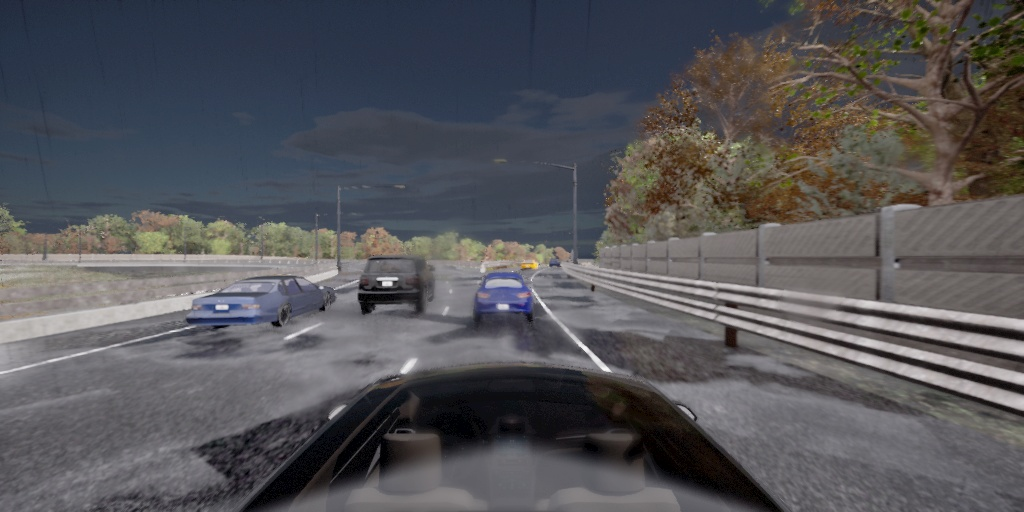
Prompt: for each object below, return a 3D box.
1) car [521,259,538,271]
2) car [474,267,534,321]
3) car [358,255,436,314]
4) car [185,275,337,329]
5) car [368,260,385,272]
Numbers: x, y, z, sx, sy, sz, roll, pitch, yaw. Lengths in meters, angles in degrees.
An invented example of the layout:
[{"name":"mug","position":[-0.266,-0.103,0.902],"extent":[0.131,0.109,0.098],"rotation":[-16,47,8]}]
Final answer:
[{"name":"car","position":[2.509,1.215,49.586],"extent":[1.882,1.535,5.008],"rotation":[0,0,10]},{"name":"car","position":[-0.276,1.276,12.410],"extent":[1.812,1.442,4.674],"rotation":[0,0,-1]},{"name":"car","position":[-4.334,0.987,14.189],"extent":[2.150,2.045,5.566],"rotation":[0,0,-7]},{"name":"car","position":[-7.500,1.325,11.453],"extent":[2.033,1.411,5.357],"rotation":[0,0,-6]},{"name":"car","position":[-18.694,1.323,49.357],"extent":[1.837,1.490,4.892],"rotation":[0,0,-26]}]
